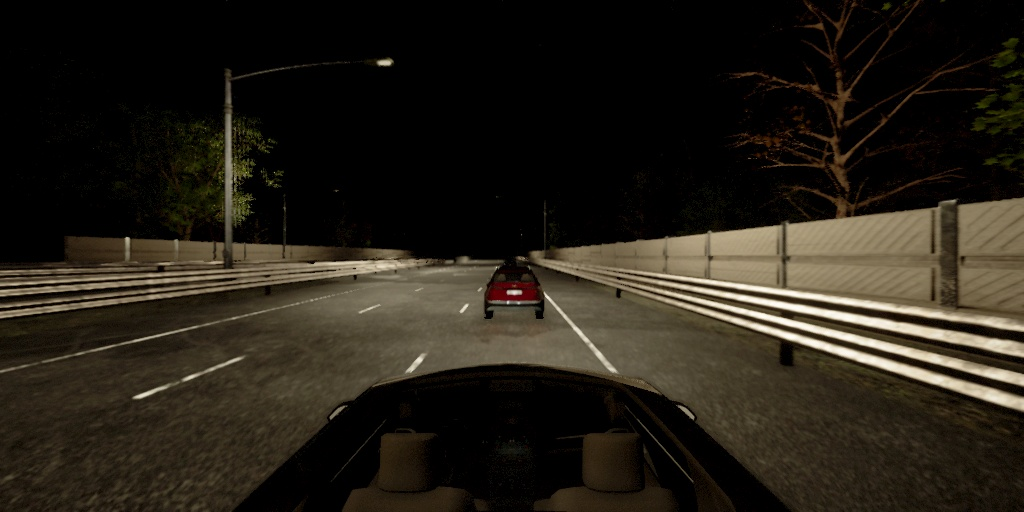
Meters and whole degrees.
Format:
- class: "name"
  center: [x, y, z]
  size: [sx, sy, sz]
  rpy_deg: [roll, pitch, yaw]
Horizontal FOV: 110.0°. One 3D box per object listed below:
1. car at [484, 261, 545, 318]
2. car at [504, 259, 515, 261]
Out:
- class: "car"
  center: [0.061, 1.142, 12.863]
  size: [2.033, 1.649, 4.856]
  rpy_deg: [0, 0, 0]
- class: "car"
  center: [-0.305, 1.106, 43.603]
  size: [1.837, 1.490, 4.892]
  rpy_deg: [0, 0, -1]
